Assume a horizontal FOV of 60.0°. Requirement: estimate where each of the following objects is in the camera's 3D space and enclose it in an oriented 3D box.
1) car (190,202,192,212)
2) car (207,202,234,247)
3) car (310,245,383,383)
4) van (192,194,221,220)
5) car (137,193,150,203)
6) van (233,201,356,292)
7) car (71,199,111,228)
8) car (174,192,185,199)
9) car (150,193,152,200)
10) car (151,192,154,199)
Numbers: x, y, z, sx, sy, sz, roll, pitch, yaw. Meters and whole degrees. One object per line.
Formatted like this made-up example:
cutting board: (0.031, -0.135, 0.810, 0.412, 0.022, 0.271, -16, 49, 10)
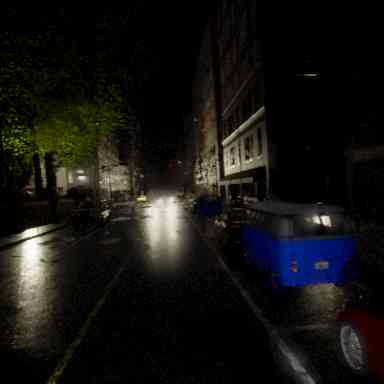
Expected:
car: (0.834, 1.255, 30.763, 1.947, 1.339, 4.313, -3, 1, -4)
car: (1.966, 1.324, 13.820, 1.887, 1.381, 4.507, -3, 1, -4)
car: (2.723, 1.416, 2.525, 1.802, 1.307, 4.206, -3, 0, -4)
van: (1.199, 1.061, 25.114, 1.690, 1.788, 3.998, -3, 1, -4)
car: (-10.188, 1.447, 67.930, 1.752, 1.417, 4.829, -3, 1, -4)
van: (2.332, 1.148, 8.170, 1.690, 1.788, 3.998, -3, 0, -4)
car: (-7.293, 1.488, 24.508, 2.192, 1.841, 5.009, -3, 1, -4)
car: (-2.805, 0.822, 85.017, 1.967, 1.590, 4.097, -3, 0, -4)
car: (-10.562, 1.442, 73.538, 2.008, 1.369, 4.403, -3, 1, -4)
car: (-11.291, 1.379, 84.416, 1.887, 1.381, 4.507, -3, 1, -4)
